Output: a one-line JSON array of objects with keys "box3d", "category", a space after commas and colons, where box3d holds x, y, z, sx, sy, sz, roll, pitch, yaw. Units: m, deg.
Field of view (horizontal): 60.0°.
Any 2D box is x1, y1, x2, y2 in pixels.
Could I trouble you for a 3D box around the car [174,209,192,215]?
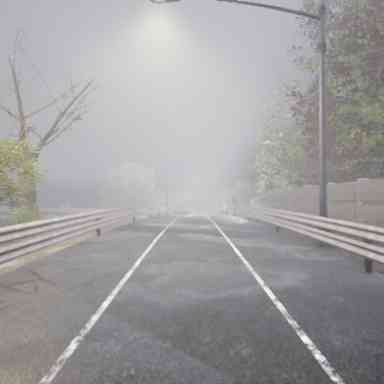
[{"box3d": [-2.227, 5.010, 82.608, 2.033, 1.411, 5.357, -3, -5, 36], "category": "car"}]
